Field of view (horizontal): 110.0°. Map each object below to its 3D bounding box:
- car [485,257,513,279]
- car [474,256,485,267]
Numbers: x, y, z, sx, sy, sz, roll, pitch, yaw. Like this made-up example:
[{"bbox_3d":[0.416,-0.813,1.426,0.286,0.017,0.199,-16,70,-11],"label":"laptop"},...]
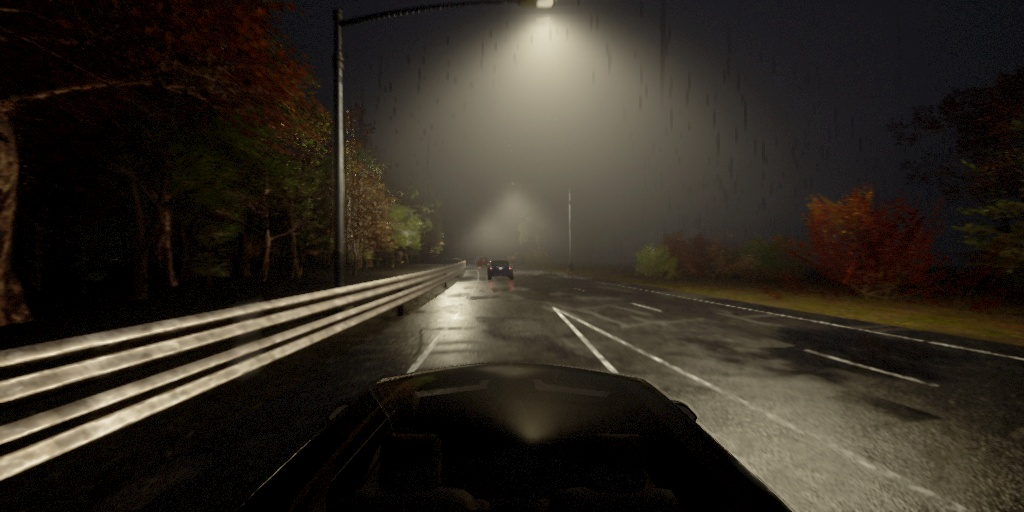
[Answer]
[{"bbox_3d":[-1.091,1.051,31.443,2.097,1.767,4.553,0,0,-5],"label":"car"},{"bbox_3d":[-5.202,0.923,64.042,2.097,1.767,4.553,0,0,-9],"label":"car"}]
